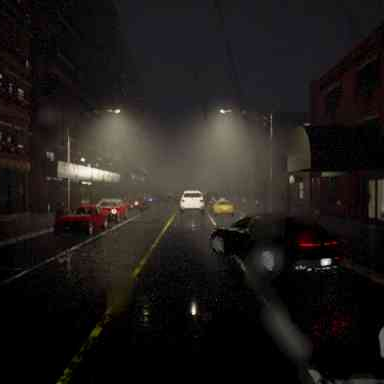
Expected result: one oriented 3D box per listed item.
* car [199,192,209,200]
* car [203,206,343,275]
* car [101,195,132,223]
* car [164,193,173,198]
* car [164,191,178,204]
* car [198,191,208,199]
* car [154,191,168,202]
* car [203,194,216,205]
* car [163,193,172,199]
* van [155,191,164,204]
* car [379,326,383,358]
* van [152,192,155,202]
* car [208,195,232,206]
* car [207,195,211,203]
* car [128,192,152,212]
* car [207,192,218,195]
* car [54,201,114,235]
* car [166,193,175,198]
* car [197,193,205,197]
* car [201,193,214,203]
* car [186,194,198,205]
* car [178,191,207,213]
[{"bbox_3d":[2.592,0.861,72.929,1.967,1.590,4.097,0,0,0],"label":"car"},{"bbox_3d":[2.292,1.415,10.296,1.837,1.490,4.892,0,1,-23],"label":"car"},{"bbox_3d":[-5.720,1.240,23.064,1.967,1.590,4.097,0,0,0],"label":"car"},{"bbox_3d":[-5.804,0.894,83.996,2.008,1.369,4.403,0,0,0],"label":"car"},{"bbox_3d":[-3.122,1.057,52.822,2.128,1.511,4.902,0,0,0],"label":"car"},{"bbox_3d":[2.584,0.696,78.469,2.192,1.841,5.009,0,0,0],"label":"car"},{"bbox_3d":[-5.773,0.814,61.838,2.192,1.841,5.009,0,0,0],"label":"car"},{"bbox_3d":[2.622,1.104,50.943,1.752,1.417,4.829,0,0,0],"label":"car"},{"bbox_3d":[-5.796,0.947,78.459,1.947,1.339,4.313,0,0,0],"label":"car"},{"bbox_3d":[-5.758,0.921,50.760,1.690,1.788,3.998,0,0,0],"label":"van"},{"bbox_3d":[3.146,1.506,2.027,1.812,1.442,4.674,0,1,0],"label":"car"},{"bbox_3d":[-5.743,1.006,39.682,1.690,1.788,3.998,0,0,0],"label":"van"},{"bbox_3d":[2.652,1.278,28.787,1.752,1.417,4.829,0,0,0],"label":"car"},{"bbox_3d":[2.645,1.259,34.156,2.008,1.369,4.403,0,0,0],"label":"car"},{"bbox_3d":[-5.735,1.024,34.142,2.192,1.841,5.009,0,0,0],"label":"car"},{"bbox_3d":[2.631,0.937,45.232,2.192,1.841,5.009,0,0,0],"label":"car"},{"bbox_3d":[-5.713,1.391,17.527,1.887,1.381,4.507,0,0,0],"label":"car"},{"bbox_3d":[-5.812,0.858,89.535,2.008,1.369,4.403,0,0,0],"label":"car"},{"bbox_3d":[2.560,0.840,95.086,1.947,1.339,4.313,0,0,0],"label":"car"},{"bbox_3d":[2.615,0.979,56.311,1.967,1.590,4.097,0,0,0],"label":"car"},{"bbox_3d":[0.025,1.111,50.016,1.812,1.442,4.674,0,1,0],"label":"car"},{"bbox_3d":[0.049,0.943,32.686,2.150,2.045,5.566,0,1,0],"label":"car"}]
